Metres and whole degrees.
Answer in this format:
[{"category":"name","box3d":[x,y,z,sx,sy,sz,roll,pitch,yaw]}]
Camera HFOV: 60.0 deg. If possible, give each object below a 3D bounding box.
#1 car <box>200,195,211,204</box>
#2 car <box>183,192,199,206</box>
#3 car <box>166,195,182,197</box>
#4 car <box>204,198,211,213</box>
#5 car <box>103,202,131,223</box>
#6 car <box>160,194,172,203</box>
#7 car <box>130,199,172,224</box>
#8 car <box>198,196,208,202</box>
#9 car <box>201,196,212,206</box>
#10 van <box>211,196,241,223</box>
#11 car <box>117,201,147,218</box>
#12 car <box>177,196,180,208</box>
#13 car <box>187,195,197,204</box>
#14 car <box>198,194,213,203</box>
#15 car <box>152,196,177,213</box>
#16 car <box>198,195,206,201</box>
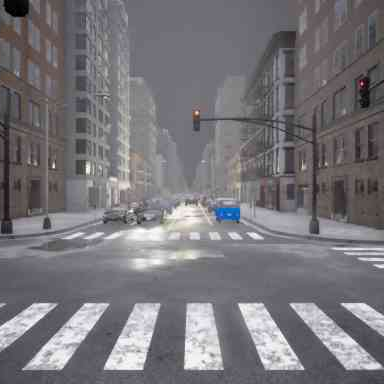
[{"category":"car","box3d":[2.545,1.421,64.696,1.967,1.590,4.097,0,0,0]},{"category":"car","box3d":[-0.079,1.340,55.023,2.097,1.767,4.553,0,0,0]},{"category":"car","box3d":[-2.882,1.554,53.150,1.994,1.385,4.181,0,0,1]},{"category":"car","box3d":[2.585,1.580,36.290,1.802,1.307,4.206,0,0,0]},{"category":"car","box3d":[-5.424,1.549,24.907,2.008,1.369,4.403,0,0,0]},{"category":"car","box3d":[-5.488,1.292,70.362,2.192,1.841,5.009,0,0,0]},{"category":"car","box3d":[-2.872,1.490,24.459,2.128,1.511,4.902,0,0,-1]},{"category":"car","box3d":[2.529,1.524,76.059,2.008,1.369,4.403,0,0,0]},{"category":"car","box3d":[2.569,1.576,47.653,1.802,1.307,4.206,0,0,0]},{"category":"van","box3d":[2.601,1.340,24.927,1.690,1.788,3.998,0,0,0]},{"category":"car","box3d":[-5.432,1.543,30.589,1.887,1.381,4.507,0,0,0]},{"category":"car","box3d":[-2.909,1.560,43.127,1.994,1.385,4.181,0,0,0]},{"category":"car","box3d":[-0.093,1.459,65.055,1.882,1.535,5.008,0,0,0]},{"category":"car","box3d":[2.561,1.305,53.334,2.192,1.841,5.009,0,0,0]},{"category":"car","box3d":[-2.899,1.476,33.902,1.882,1.535,5.008,0,0,0]},{"category":"car","box3d":[2.513,1.530,87.421,1.947,1.339,4.313,0,0,0]}]
